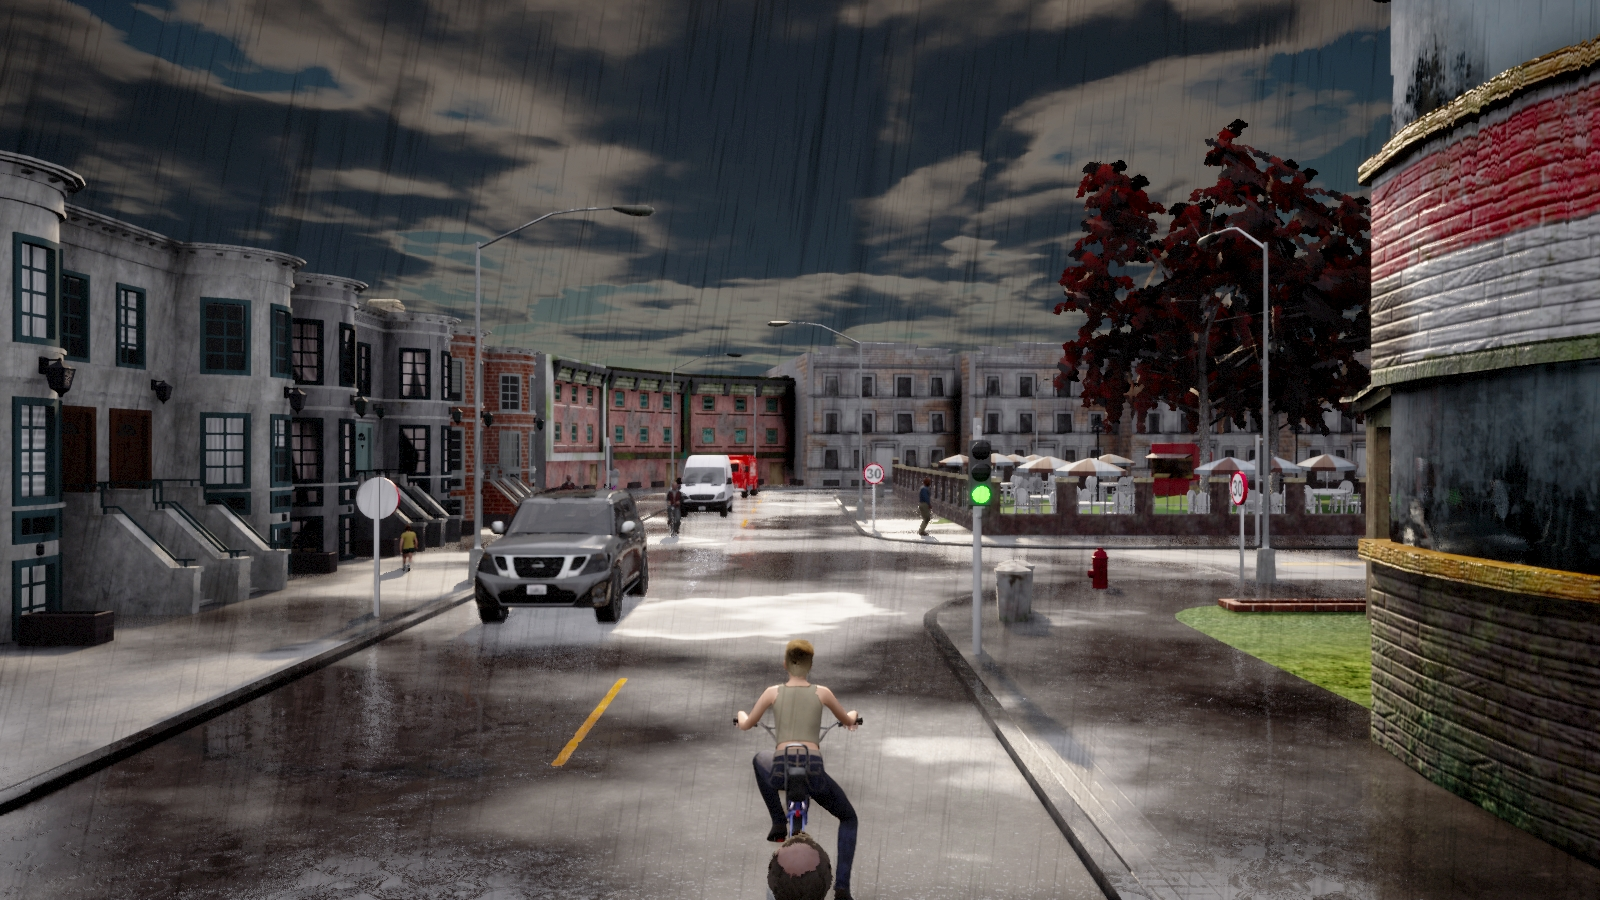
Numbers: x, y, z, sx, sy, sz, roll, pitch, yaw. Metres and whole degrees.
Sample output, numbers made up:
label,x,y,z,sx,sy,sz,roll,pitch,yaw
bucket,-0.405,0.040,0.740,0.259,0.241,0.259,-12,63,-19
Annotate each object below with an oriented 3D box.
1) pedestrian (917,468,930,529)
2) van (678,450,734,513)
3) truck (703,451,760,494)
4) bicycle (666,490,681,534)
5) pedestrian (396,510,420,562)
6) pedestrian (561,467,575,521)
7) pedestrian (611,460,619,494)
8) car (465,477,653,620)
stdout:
label,x,y,z,sx,sy,sz,roll,pitch,yaw
pedestrian,3.814,1.502,35.226,0.375,1.860,0.375,0,0,3
van,-4.034,1.295,49.796,1.988,2.561,5.915,0,0,0
truck,-3.981,1.331,67.867,2.627,2.467,5.204,0,-1,5
bicycle,-3.979,1.926,35.948,0.329,1.271,1.835,0,0,-2
pedestrian,-8.693,1.894,25.320,0.500,1.100,0.500,0,0,-18
pedestrian,-8.009,1.508,39.388,0.375,1.860,0.375,0,0,-28
pedestrian,-10.325,1.500,63.787,0.375,1.860,0.375,0,0,11
car,-4.002,1.552,20.096,2.150,2.045,5.566,0,0,0
